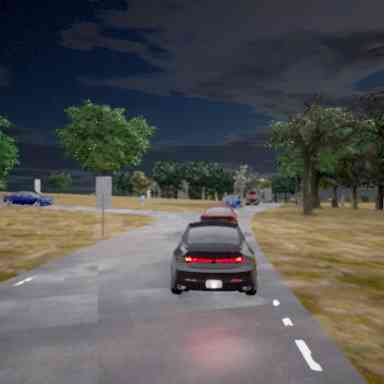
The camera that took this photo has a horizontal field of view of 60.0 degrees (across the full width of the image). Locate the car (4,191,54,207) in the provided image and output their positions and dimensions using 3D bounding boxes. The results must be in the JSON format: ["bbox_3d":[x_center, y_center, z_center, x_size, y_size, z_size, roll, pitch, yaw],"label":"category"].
[{"bbox_3d":[-16.716,0.708,34.192,5.008,1.535,1.882,2,-1,11],"label":"car"}]

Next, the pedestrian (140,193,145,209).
[{"bbox_3d":[-5.767,1.076,38.600,0.375,1.860,0.375,0,-4,11],"label":"pedestrian"}]

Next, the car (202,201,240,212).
[{"bbox_3d":[1.507,1.468,18.049,1.882,1.535,5.008,0,0,8],"label":"car"}]

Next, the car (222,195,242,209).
[{"bbox_3d":[5.891,1.480,49.299,2.150,2.045,5.566,0,-1,20],"label":"car"}]

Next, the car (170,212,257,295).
[{"bbox_3d":[0.547,1.498,8.703,1.837,1.490,4.892,0,0,3],"label":"car"}]

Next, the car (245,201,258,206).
[{"bbox_3d":[11.761,2.050,65.057,2.033,1.411,5.357,0,-1,20],"label":"car"}]
